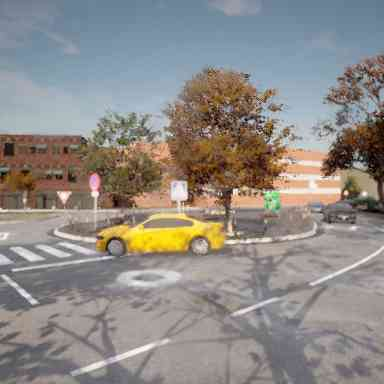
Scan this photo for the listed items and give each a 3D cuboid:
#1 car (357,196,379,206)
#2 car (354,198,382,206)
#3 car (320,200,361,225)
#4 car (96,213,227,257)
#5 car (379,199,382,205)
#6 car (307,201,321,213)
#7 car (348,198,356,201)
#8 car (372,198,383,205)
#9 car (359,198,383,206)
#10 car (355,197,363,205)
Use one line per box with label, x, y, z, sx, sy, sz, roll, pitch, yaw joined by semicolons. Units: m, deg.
car;34.647;1.789;68.078;2.435;2.045;5.566;0;-1;-39
car;36.874;2.090;69.816;2.002;1.452;4.674;0;-1;-39
car;11.262;1.619;25.522;1.837;1.490;4.892;0;-1;16
car;-1.166;1.605;13.011;5.008;1.535;1.882;-1;0;-1
car;35.607;2.070;59.004;4.718;1.301;1.895;0;-1;-39
car;15.133;1.809;40.551;1.812;1.442;4.674;-1;0;16
car;19.325;1.846;42.852;2.033;1.411;5.357;-1;-1;19
car;43.505;2.114;75.098;2.002;1.452;4.674;0;-1;-39
car;39.083;2.059;71.580;2.097;1.535;5.008;0;-1;-39
car;26.054;1.986;55.552;4.674;1.442;1.812;1;-1;-38
